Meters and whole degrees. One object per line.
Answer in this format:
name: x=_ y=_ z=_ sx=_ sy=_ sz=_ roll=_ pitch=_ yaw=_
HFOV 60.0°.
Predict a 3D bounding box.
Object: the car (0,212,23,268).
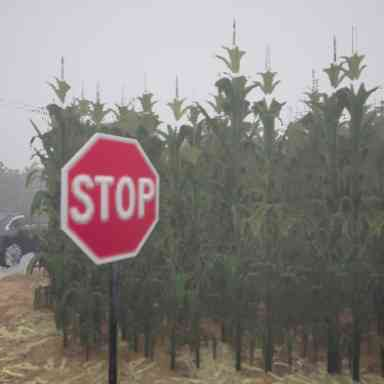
car: x=-5.811 y=1.413 z=11.005 sx=2.128 sy=1.511 sz=4.902 roll=0 pitch=0 yaw=8
